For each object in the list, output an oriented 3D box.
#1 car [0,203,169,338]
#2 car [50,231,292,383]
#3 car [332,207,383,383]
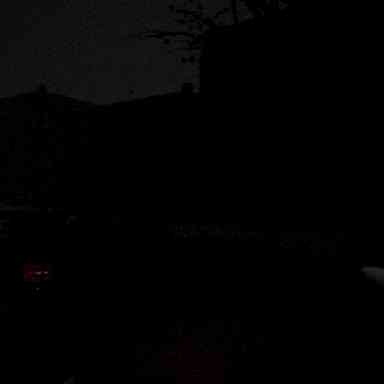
[{"bbox_3d":[-2.044,1.240,6.901,2.435,2.045,5.566,0,-1,15],"label":"car"},{"bbox_3d":[0.394,1.516,5.095,2.163,1.488,4.792,0,-1,16],"label":"car"},{"bbox_3d":[2.846,1.230,3.352,2.435,2.045,5.566,0,-1,16],"label":"car"}]
